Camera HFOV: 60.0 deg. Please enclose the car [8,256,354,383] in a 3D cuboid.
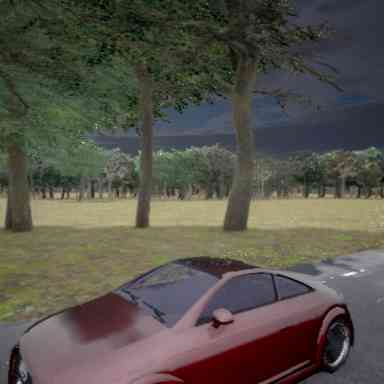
[{"bbox_3d":[0.116,1.562,4.076,4.181,1.385,1.994,0,0,-36],"label":"car"}]
